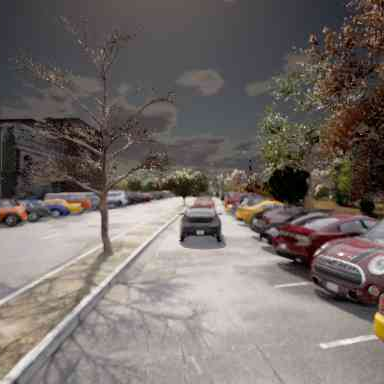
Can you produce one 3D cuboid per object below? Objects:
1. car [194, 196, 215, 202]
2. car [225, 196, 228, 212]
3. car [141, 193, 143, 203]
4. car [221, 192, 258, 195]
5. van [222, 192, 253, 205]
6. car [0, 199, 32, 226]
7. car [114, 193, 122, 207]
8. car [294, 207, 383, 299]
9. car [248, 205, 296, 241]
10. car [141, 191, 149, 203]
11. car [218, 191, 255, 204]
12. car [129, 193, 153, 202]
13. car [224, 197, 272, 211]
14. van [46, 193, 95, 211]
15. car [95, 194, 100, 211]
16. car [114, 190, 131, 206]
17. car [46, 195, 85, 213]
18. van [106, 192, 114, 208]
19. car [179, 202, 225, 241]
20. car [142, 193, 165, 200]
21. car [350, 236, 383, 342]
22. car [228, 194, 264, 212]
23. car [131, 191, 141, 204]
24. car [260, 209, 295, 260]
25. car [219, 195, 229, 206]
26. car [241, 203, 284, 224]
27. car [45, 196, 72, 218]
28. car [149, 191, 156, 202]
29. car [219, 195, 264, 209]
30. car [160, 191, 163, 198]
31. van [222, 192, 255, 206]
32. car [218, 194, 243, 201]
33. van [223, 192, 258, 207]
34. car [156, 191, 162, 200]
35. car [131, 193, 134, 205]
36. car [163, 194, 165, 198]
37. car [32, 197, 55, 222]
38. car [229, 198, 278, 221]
[{"bbox_3d":[1.282,1.193,33.737,2.097,1.767,4.553,0,0,3],"label":"car"},{"bbox_3d":[5.668,1.349,28.083,4.892,1.521,2.231,1,0,-17],"label":"car"},{"bbox_3d":[-10.922,1.258,53.920,4.792,1.488,2.163,-1,0,-16],"label":"car"},{"bbox_3d":[6.048,1.068,34.023,5.566,2.045,2.435,1,0,-16],"label":"car"},{"bbox_3d":[7.031,1.006,51.799,4.442,1.987,1.878,1,1,-16],"label":"van"},{"bbox_3d":[-12.909,1.253,20.849,4.553,1.767,2.185,-1,0,-18],"label":"car"},{"bbox_3d":[-11.721,1.284,41.913,5.008,1.535,2.097,-1,0,-16],"label":"car"},{"bbox_3d":[4.935,1.325,7.358,4.553,1.767,2.185,1,1,-19],"label":"car"},{"bbox_3d":[5.009,1.450,13.259,4.792,1.488,2.163,1,1,-18],"label":"car"},{"bbox_3d":[-10.736,0.963,56.921,5.566,2.045,2.435,-1,0,-16],"label":"car"},{"bbox_3d":[7.358,0.968,54.815,5.566,2.045,2.435,1,0,-16],"label":"car"},{"bbox_3d":[-10.142,1.047,65.912,4.553,1.767,2.185,-1,0,-16],"label":"car"},{"bbox_3d":[6.177,1.334,36.971,4.792,1.488,2.163,1,1,-16],"label":"car"},{"bbox_3d":[-12.176,1.098,32.934,4.442,1.987,1.878,-1,0,-17],"label":"van"},{"bbox_3d":[-12.126,1.342,35.894,4.792,1.488,2.163,-1,1,-17],"label":"car"},{"bbox_3d":[-11.555,1.020,44.899,5.566,2.045,2.435,-1,1,-16],"label":"car"},{"bbox_3d":[-12.639,1.339,29.831,5.366,1.575,1.946,-1,0,-17],"label":"car"},{"bbox_3d":[-11.802,1.071,38.947,4.442,1.987,1.878,-1,0,-16],"label":"van"},{"bbox_3d":[0.429,1.428,16.231,1.837,1.490,4.892,0,0,2],"label":"car"},{"bbox_3d":[-9.330,1.077,80.911,5.366,1.575,1.946,-1,1,-16],"label":"car"},{"bbox_3d":[5.035,1.464,4.455,5.366,1.575,1.946,1,0,-19],"label":"car"},{"bbox_3d":[5.489,1.236,25.110,4.553,1.767,2.185,1,0,-17],"label":"car"},{"bbox_3d":[-11.171,0.992,50.895,5.566,2.045,2.435,-1,0,-16],"label":"car"},{"bbox_3d":[4.954,1.435,10.314,5.008,1.535,2.097,1,0,-18],"label":"car"},{"bbox_3d":[5.666,1.328,30.989,5.366,1.575,1.946,1,1,-17],"label":"car"},{"bbox_3d":[5.164,1.436,16.249,4.792,1.488,2.163,1,0,-18],"label":"car"},{"bbox_3d":[-12.641,1.353,26.882,5.008,1.535,2.097,-1,0,-17],"label":"car"},{"bbox_3d":[-10.349,0.935,62.922,5.566,2.045,2.435,-1,0,-16],"label":"car"},{"bbox_3d":[6.399,1.271,42.869,5.366,1.575,1.946,1,1,-16],"label":"car"},{"bbox_3d":[-9.561,1.168,74.938,4.674,1.452,2.002,-1,0,-16],"label":"car"},{"bbox_3d":[6.845,1.020,48.828,4.442,1.987,1.878,1,1,-16],"label":"van"},{"bbox_3d":[8.548,1.128,73.874,4.892,1.521,2.231,1,0,-16],"label":"car"},{"bbox_3d":[6.658,1.035,45.855,4.442,1.987,1.878,1,1,-16],"label":"van"},{"bbox_3d":[-9.771,1.145,71.920,5.008,1.535,2.097,-1,0,-16],"label":"car"},{"bbox_3d":[-11.337,1.256,47.911,5.008,1.535,2.097,-1,0,-16],"label":"car"},{"bbox_3d":[-9.385,0.855,77.932,5.566,2.045,2.435,-1,1,-16],"label":"car"},{"bbox_3d":[-12.777,1.367,23.866,4.892,1.521,2.231,-1,0,-17],"label":"car"},{"bbox_3d":[5.365,1.377,22.157,5.008,1.535,2.097,1,0,-17],"label":"car"}]
